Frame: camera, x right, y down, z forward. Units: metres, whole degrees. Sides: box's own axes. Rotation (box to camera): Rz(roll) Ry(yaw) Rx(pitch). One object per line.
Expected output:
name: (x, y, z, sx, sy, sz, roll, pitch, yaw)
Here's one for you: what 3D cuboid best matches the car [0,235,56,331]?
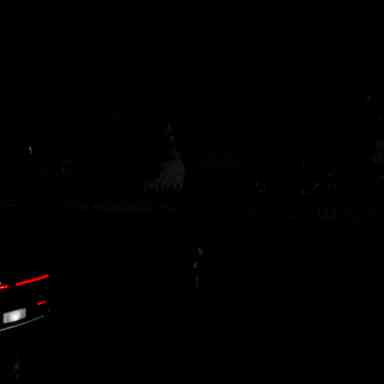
car: (-4.502, 1.536, 6.190, 4.892, 1.490, 1.837, 0, 0, 36)
